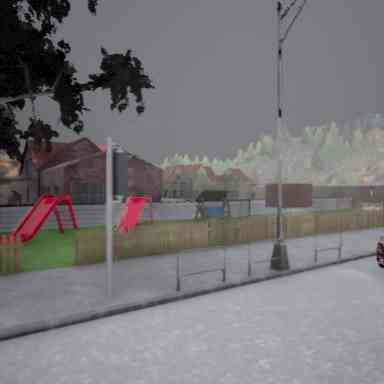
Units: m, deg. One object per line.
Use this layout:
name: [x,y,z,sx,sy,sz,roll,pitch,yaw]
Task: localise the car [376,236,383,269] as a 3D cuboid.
car: [7.426,1.457,9.906,5.008,1.535,1.882,0,0,-35]
